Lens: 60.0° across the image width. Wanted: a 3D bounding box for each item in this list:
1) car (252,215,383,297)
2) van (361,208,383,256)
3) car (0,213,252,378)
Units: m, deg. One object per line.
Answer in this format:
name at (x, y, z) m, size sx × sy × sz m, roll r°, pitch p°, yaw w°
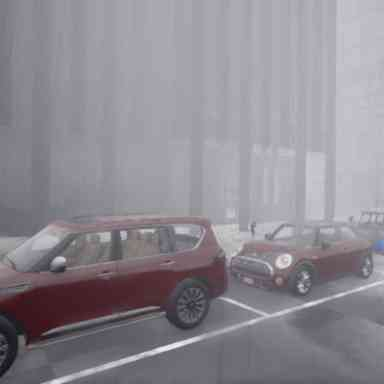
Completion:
car at (2.920, 1.509, 8.722) m, size 4.097 × 1.590 × 1.967 m, roll 1°, pitch 0°, yaw -35°
van at (7.483, 1.463, 11.972) m, size 3.998 × 1.788 × 1.690 m, roll 1°, pitch 0°, yaw -35°
car at (-1.642, 1.331, 5.472) m, size 5.009 × 1.841 × 2.192 m, roll 1°, pitch 0°, yaw -35°
